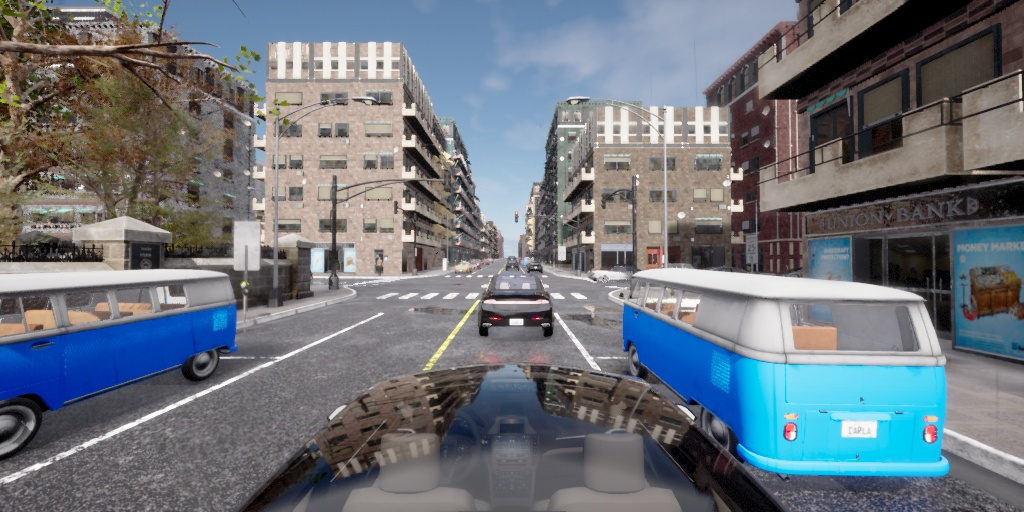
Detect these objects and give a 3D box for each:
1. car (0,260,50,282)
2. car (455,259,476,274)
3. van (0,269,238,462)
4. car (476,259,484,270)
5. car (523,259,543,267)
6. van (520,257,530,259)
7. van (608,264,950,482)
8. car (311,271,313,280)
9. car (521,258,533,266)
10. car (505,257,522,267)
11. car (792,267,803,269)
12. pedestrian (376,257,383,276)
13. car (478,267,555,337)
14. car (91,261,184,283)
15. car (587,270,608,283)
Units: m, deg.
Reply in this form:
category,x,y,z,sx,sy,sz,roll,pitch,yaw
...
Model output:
category,x,y,z,sx,sy,sz,roll,pitch,yaw
car,-36.517,1.045,25.534,4.892,1.490,1.837,0,-1,1
car,-5.698,1.291,42.378,1.751,1.417,4.829,0,0,0
van,-5.657,1.092,4.603,1.690,1.789,3.998,0,0,0
car,-5.702,1.210,53.833,1.967,1.591,4.097,0,0,0
car,2.682,1.331,42.550,1.948,1.339,4.313,0,0,0
van,2.678,1.114,59.477,1.690,1.789,3.998,0,0,0
van,2.658,1.092,4.603,1.690,1.789,3.998,0,0,0
car,-16.593,1.000,25.296,4.553,1.767,2.097,0,-1,1
car,2.681,1.319,48.193,2.007,1.370,4.403,0,0,0
car,0.080,1.295,51.474,1.812,1.442,4.674,0,0,0
car,24.793,1.500,28.010,4.181,1.385,1.994,0,-1,1
pedestrian,-12.546,0.969,33.989,0.375,1.860,0.375,0,-1,1
car,0.098,1.244,10.333,2.128,1.511,4.902,0,0,0
car,-26.419,1.120,25.409,4.674,1.442,1.812,0,-1,1
car,8.271,1.424,27.822,4.718,1.301,1.895,1,-1,-5
